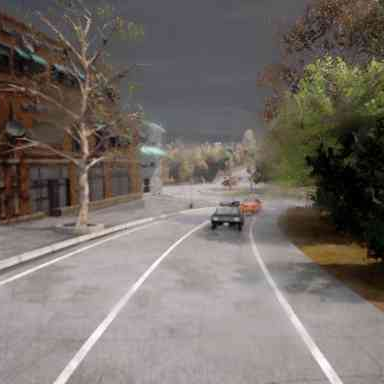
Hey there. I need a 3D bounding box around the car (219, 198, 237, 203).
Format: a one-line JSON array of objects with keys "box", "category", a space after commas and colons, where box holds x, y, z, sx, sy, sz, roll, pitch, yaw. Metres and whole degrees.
[{"box": [4.719, 1.512, 42.421, 1.882, 1.535, 5.008, 2, 0, 20], "category": "car"}]

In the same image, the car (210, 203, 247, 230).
[{"box": [2.392, 1.610, 21.538, 1.895, 1.301, 4.718, 1, 0, 11], "category": "car"}]

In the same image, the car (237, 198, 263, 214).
[{"box": [6.909, 1.478, 38.133, 2.097, 1.767, 4.553, 2, 0, 18], "category": "car"}]
